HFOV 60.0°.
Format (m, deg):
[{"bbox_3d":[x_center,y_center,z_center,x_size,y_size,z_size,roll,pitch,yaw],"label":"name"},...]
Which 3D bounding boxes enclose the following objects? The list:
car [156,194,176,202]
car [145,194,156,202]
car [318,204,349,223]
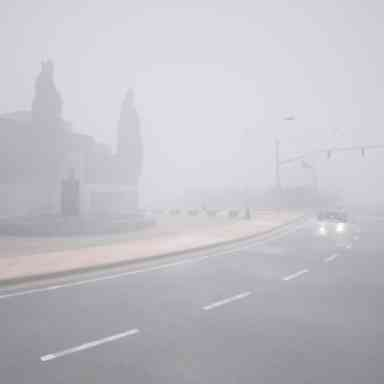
[{"bbox_3d":[-6.134,1.743,78.752,1.970,1.475,3.806,0,0,28],"label":"car"},{"bbox_3d":[-8.676,1.525,80.143,1.905,1.878,3.866,0,0,28],"label":"car"},{"bbox_3d":[11.124,1.596,26.048,1.994,1.385,4.181,0,0,27],"label":"car"}]
